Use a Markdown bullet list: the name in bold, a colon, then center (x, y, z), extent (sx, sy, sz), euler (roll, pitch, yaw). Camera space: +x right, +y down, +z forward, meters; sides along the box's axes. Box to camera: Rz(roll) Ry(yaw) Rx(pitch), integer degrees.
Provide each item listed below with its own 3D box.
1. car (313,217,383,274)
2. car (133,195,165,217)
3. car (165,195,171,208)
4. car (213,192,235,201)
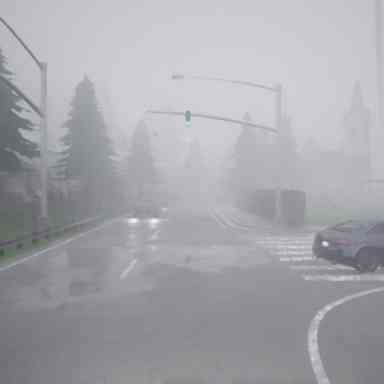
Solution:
- **car**: center (5.770, 1.431, 9.751), extent (4.181, 1.385, 1.994), euler (0, 0, -10)
- **car**: center (-3.574, 1.178, 27.290), extent (1.837, 1.490, 4.892), euler (0, 1, 0)
- **car**: center (-3.587, 1.078, 39.141), extent (2.033, 1.411, 5.357), euler (0, 1, 2)
- **car**: center (6.318, 0.510, 59.000), extent (5.566, 2.045, 2.150), euler (0, 1, -40)
